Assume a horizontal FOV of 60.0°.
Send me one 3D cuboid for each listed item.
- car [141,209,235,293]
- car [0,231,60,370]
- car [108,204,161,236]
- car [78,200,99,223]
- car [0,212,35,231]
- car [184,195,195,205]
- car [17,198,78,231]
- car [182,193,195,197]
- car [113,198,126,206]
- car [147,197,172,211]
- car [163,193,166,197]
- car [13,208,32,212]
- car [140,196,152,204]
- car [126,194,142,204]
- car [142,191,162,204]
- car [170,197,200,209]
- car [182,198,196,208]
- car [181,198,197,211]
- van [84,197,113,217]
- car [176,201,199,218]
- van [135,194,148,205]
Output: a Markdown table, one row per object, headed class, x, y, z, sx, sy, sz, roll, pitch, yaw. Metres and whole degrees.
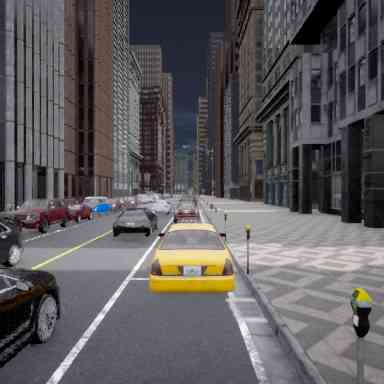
| class | x | y | z | sx | sy | sz | roll | pitch | yaw |
| --- | --- | --- | --- | --- | --- | --- | --- | --- | --- |
| car | 0.005 | 1.456 | 8.840 | 1.801 | 1.575 | 5.366 | 0 | 0 | 0 |
| car | -3.046 | 1.491 | 3.469 | 2.128 | 1.511 | 4.902 | 0 | 0 | 0 |
| car | -3.044 | 1.563 | 18.512 | 1.994 | 1.385 | 4.181 | 0 | 0 | 0 |
| car | -8.910 | 1.544 | 25.344 | 1.887 | 1.381 | 4.507 | 0 | 0 | 0 |
| car | -6.245 | 1.504 | 8.629 | 1.837 | 1.490 | 4.892 | 0 | 0 | 0 |
| car | -0.386 | 1.439 | 59.171 | 1.967 | 1.590 | 4.097 | 0 | 0 | 0 |
| car | -8.911 | 1.314 | 19.706 | 2.192 | 1.841 | 5.009 | 0 | 0 | 0 |
| car | -0.386 | 1.314 | 36.627 | 2.192 | 1.841 | 5.009 | 0 | 0 | 0 |
| car | -8.911 | 1.439 | 36.617 | 1.967 | 1.590 | 4.097 | 0 | 0 | 0 |
| car | -3.145 | 1.524 | 34.016 | 1.812 | 1.442 | 4.674 | 0 | 0 | 0 |
| car | -8.912 | 1.324 | 87.347 | 2.192 | 1.841 | 5.009 | 0 | 0 | 0 |
| car | -8.910 | 1.565 | 14.070 | 1.947 | 1.339 | 4.313 | 0 | 0 | 0 |
| car | -8.911 | 1.526 | 64.631 | 1.752 | 1.417 | 4.829 | 0 | 0 | 0 |
| car | -8.911 | 1.439 | 47.891 | 1.967 | 1.590 | 4.097 | 0 | 0 | 0 |
| car | -6.145 | 0.839 | 49.107 | 2.150 | 2.045 | 5.566 | 0 | 0 | 0 |
| car | -0.386 | 1.439 | 25.353 | 1.967 | 1.590 | 4.097 | 0 | 0 | 0 |
| car | -0.385 | 1.565 | 47.899 | 1.947 | 1.339 | 4.313 | 0 | 0 | 0 |
| car | -0.385 | 1.544 | 42.263 | 1.887 | 1.381 | 4.507 | 0 | 0 | 0 |
| van | -8.911 | 1.340 | 30.980 | 1.690 | 1.788 | 3.998 | 0 | 0 | 0 |
| car | -0.385 | 1.565 | 30.990 | 1.947 | 1.339 | 4.313 | 0 | 0 | 0 |
| van | -8.911 | 1.340 | 59.164 | 1.690 | 1.788 | 3.998 | 0 | 0 | 0 |
